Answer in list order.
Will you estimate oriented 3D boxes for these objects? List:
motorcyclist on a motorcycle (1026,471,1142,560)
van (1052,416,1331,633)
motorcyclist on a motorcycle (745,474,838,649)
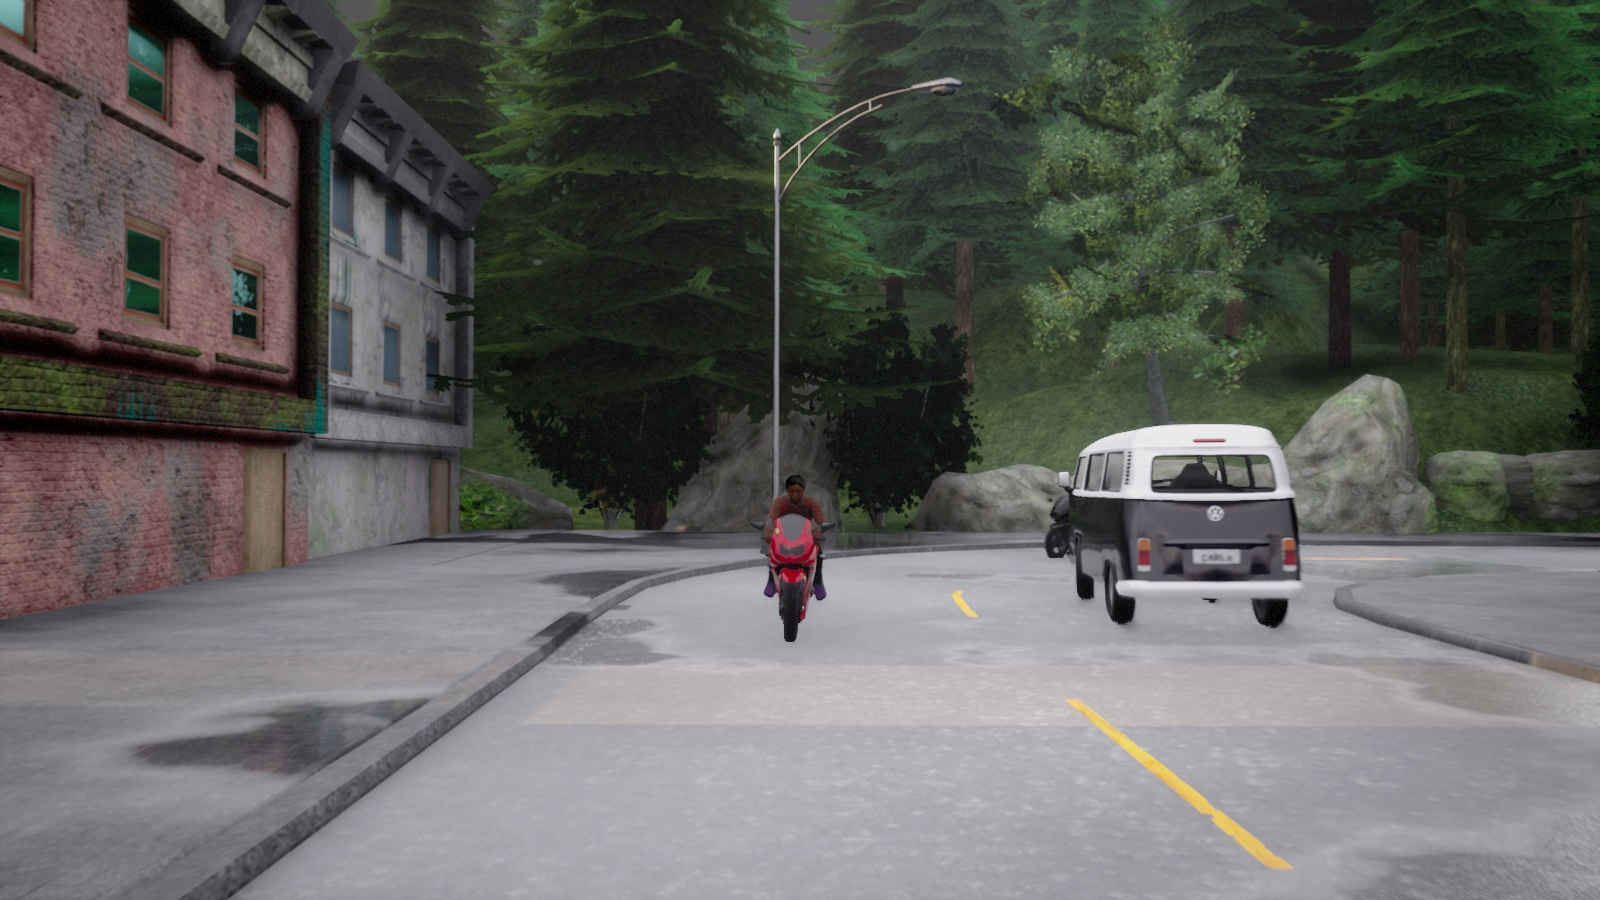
[{"bbox_3d":[5.128,1.152,22.670,2.044,1.523,0.797,0,0,-30],"label":"motorcyclist on a motorcycle"},{"bbox_3d":[4.157,0.756,14.169,2.069,2.038,4.480,-1,-1,5],"label":"van"},{"bbox_3d":[-0.046,0.995,12.037,0.797,1.523,2.044,0,-1,2],"label":"motorcyclist on a motorcycle"}]
